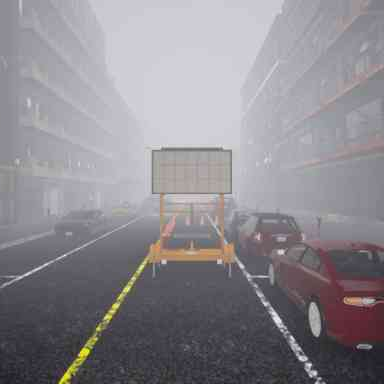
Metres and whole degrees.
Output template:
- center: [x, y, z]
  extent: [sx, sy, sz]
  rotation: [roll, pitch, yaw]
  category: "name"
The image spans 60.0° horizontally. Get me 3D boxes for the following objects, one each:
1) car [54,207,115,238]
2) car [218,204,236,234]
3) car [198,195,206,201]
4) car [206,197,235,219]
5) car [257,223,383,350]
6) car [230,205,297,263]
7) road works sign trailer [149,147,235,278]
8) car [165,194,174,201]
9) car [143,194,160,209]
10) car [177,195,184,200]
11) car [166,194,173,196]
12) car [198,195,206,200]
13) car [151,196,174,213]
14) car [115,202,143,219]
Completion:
- center: [-5.693, 1.566, 17.579]
  extent: [1.947, 1.339, 4.313]
  rotation: [0, 0, 0]
  category: "car"
- center: [2.688, 1.550, 17.577]
  extent: [2.008, 1.369, 4.403]
  rotation: [0, 0, 0]
  category: "car"
- center: [2.674, 1.503, 79.748]
  extent: [1.752, 1.417, 4.829]
  rotation: [0, 0, 0]
  category: "car"
- center: [2.686, 1.313, 28.851]
  extent: [2.192, 1.841, 5.009]
  rotation: [0, 0, 0]
  category: "car"
- center: [2.690, 1.545, 6.305]
  extent: [1.887, 1.381, 4.507]
  rotation: [0, 0, 0]
  category: "car"
- center: [2.689, 1.440, 11.942]
  extent: [1.967, 1.590, 4.097]
  rotation: [0, 0, 0]
  category: "car"
- center: [-0.003, 0.465, 10.074]
  extent: [2.380, 3.560, 2.880]
  rotation: [0, 0, 0]
  category: "road works sign trailer"
- center: [-5.708, 1.415, 85.216]
  extent: [1.967, 1.590, 4.097]
  rotation: [0, 0, 0]
  category: "car"
- center: [-5.699, 1.432, 45.762]
  extent: [1.967, 1.590, 4.097]
  rotation: [0, 0, 0]
  category: "car"
- center: [-3.020, 1.465, 89.857]
  extent: [2.128, 1.511, 4.902]
  rotation: [0, 0, 0]
  category: "car"
- center: [-5.706, 1.293, 79.581]
  extent: [2.192, 1.841, 5.009]
  rotation: [0, 0, 0]
  category: "car"
- center: [2.671, 1.517, 90.851]
  extent: [1.887, 1.381, 4.507]
  rotation: [0, 0, 0]
  category: "car"
- center: [-3.109, 1.521, 36.739]
  extent: [1.812, 1.442, 4.674]
  rotation: [0, 0, 0]
  category: "car"
- center: [-5.696, 1.523, 28.682]
  extent: [1.752, 1.417, 4.829]
  rotation: [0, 0, 0]
  category: "car"
